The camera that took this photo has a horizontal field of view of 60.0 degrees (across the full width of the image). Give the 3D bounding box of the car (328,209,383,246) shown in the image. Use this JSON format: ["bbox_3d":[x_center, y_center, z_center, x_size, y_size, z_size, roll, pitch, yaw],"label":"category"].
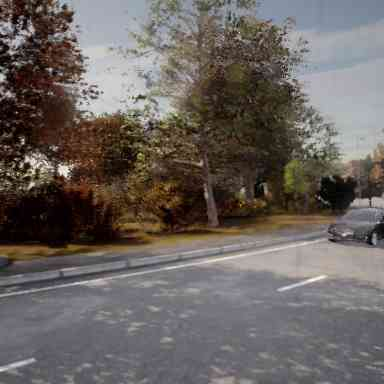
[{"bbox_3d":[8.136,1.571,15.706,4.892,1.490,1.837,0,-1,-44],"label":"car"}]
